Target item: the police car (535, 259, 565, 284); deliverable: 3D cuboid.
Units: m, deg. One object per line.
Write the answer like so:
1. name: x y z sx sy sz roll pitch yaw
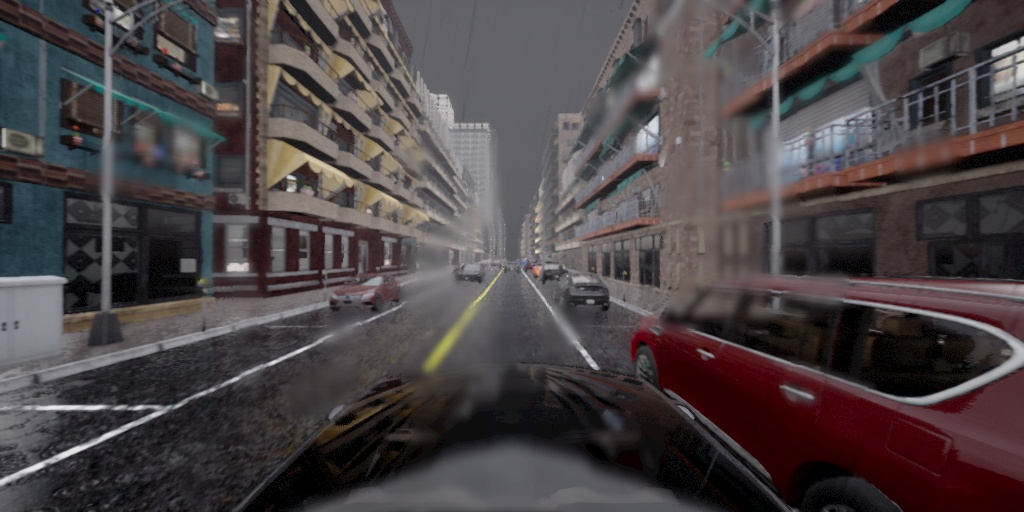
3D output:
1. police car: 3.140 1.256 27.851 1.930 1.638 5.238 0 0 0

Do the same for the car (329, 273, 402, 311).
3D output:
1. car: -5.687 1.371 14.501 1.802 1.307 4.207 0 0 0

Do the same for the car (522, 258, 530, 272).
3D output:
1. car: 2.701 1.213 48.596 2.192 1.841 5.009 0 0 0

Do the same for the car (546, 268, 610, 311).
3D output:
1. car: 2.693 1.340 14.502 2.007 1.370 4.403 0 0 0

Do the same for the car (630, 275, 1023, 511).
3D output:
1. car: 2.691 1.069 3.137 2.192 1.841 5.009 0 0 0

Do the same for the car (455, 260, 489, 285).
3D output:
1. car: -3.094 1.307 27.519 1.882 1.535 5.008 0 0 0

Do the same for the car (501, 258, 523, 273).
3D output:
1. car: 0.023 1.387 45.875 2.128 1.511 4.902 0 0 0

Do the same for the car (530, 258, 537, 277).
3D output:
1. car: 3.120 1.206 34.711 2.097 1.767 4.553 0 0 0
